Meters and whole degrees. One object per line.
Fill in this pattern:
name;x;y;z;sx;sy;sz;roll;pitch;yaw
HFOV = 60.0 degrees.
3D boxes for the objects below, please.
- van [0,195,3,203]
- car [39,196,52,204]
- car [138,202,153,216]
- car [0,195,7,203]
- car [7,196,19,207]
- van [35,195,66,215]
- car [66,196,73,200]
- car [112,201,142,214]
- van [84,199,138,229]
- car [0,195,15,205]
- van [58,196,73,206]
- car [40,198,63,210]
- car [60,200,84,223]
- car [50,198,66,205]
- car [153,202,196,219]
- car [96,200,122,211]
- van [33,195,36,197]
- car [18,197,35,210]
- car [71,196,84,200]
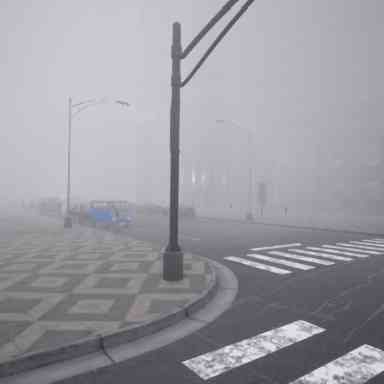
van;-46.699;1.613;79.905;1.690;1.788;3.998;1;-1;-35
car;-33.348;1.819;75.792;1.967;1.590;4.097;1;-1;-35
car;-4.640;1.731;35.186;1.887;1.381;4.507;1;-1;-35
car;-43.510;1.565;75.393;2.192;1.841;5.009;1;-1;-35
car;-27.574;1.693;52.828;2.008;1.369;4.403;1;-1;-35
van;-14.820;1.398;34.780;1.690;1.788;3.998;1;-1;-35
car;-20.587;1.608;57.747;2.192;1.841;5.009;1;-1;-35
car;-7.830;1.752;39.698;1.887;1.381;4.507;1;-1;-35
van;-5.257;1.336;21.243;1.690;1.788;3.998;1;-1;-35
car;-37.039;1.731;66.227;1.752;1.417;4.829;1;-1;-35
van;-23.777;1.655;62.258;1.690;1.788;3.998;1;-1;-35
car;-19.709;1.658;46.504;1.837;1.490;4.892;1;-1;-35
car;-8.447;1.559;25.753;1.887;1.381;4.507;1;-1;-35
car;-26.969;1.886;66.768;2.008;1.369;4.403;1;-1;-35
car;-1.450;1.710;30.675;1.887;1.381;4.507;1;-1;-35
car;-11.118;1.755;44.348;1.752;1.417;4.829;1;-1;-35
van;-36.536;1.741;80.304;1.690;1.788;3.998;1;-1;-35
car;-21.199;1.681;43.803;1.802;1.307;4.206;1;-1;-35
car;-17.400;1.816;53.233;1.887;1.381;4.507;1;-1;-35
